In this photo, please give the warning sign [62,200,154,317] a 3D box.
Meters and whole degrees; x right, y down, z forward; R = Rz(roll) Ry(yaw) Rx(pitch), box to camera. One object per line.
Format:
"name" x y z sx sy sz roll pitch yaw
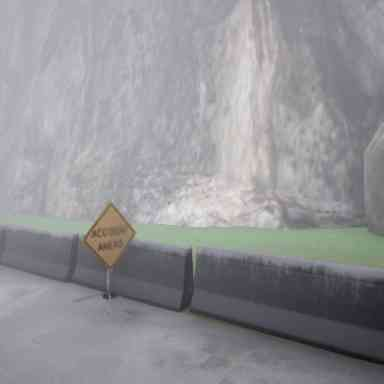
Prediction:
"warning sign" -1.547 1.112 6.257 1.060 1.860 1.300 0 0 36
